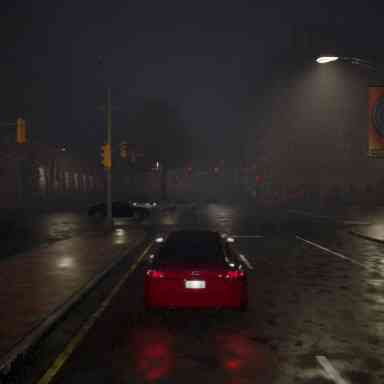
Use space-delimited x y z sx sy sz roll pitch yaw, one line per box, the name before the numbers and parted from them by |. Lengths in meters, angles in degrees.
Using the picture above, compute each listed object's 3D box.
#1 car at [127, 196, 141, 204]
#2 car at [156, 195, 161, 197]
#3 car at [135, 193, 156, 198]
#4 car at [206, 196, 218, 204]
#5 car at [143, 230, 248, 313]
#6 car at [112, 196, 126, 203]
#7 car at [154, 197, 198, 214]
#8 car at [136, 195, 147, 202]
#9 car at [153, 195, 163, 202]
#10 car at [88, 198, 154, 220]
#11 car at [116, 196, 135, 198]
car | -11.559 1.564 66.189 1.994 1.385 4.181 0 0 0
car | -8.038 1.601 68.409 1.895 1.301 4.718 0 0 0
car | -8.109 1.221 58.610 2.150 2.045 5.566 0 0 0
car | 3.569 1.526 61.290 1.812 1.442 4.674 0 0 0
car | 0.071 1.564 7.746 1.994 1.385 4.181 0 0 0
car | -14.783 1.595 67.851 1.895 1.301 4.718 0 0 0
car | -1.512 1.526 36.098 4.674 1.442 1.812 0 0 -39
car | -11.538 1.478 76.608 1.882 1.535 5.008 0 0 0
car | -8.039 1.500 78.613 1.837 1.490 4.892 0 0 0
car | -5.978 1.477 27.368 5.008 1.535 1.882 0 0 0
car | -11.610 1.564 56.895 1.994 1.385 4.181 0 0 0
